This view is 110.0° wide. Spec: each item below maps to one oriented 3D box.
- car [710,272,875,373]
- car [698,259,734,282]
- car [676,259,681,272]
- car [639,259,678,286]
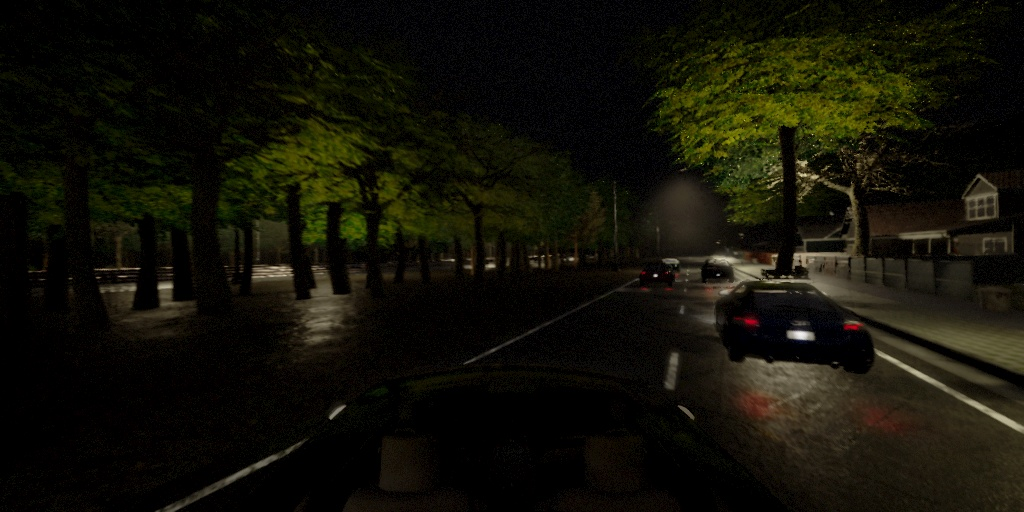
[{"bbox_3d":[5.455,1.206,7.465,1.994,1.385,4.181,-1,0,27],"label":"car"},{"bbox_3d":[14.195,0.966,24.986,2.128,1.511,4.902,-1,0,27],"label":"car"},{"bbox_3d":[17.145,0.979,38.781,1.895,1.301,4.718,-1,0,27],"label":"car"},{"bbox_3d":[9.604,1.141,23.645,1.994,1.385,4.181,-1,0,26],"label":"car"}]
